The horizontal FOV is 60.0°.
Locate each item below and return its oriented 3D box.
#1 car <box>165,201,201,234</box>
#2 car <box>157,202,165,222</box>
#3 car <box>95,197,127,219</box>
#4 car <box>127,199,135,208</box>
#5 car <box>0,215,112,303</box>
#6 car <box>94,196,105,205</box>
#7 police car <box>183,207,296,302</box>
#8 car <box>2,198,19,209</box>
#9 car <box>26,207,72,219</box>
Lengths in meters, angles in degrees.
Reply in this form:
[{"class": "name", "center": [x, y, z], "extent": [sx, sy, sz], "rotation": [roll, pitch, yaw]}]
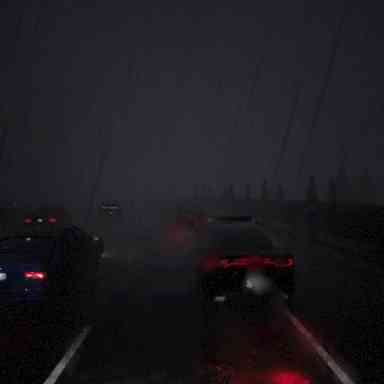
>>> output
[{"class": "car", "center": [-0.277, 1.435, 19.220], "extent": [1.882, 1.535, 5.008], "rotation": [-1, 0, -9]}, {"class": "car", "center": [-1.528, 1.461, 25.692], "extent": [1.837, 1.490, 4.892], "rotation": [-1, 0, -13]}, {"class": "car", "center": [-7.172, 1.501, 29.253], "extent": [2.128, 1.511, 4.902], "rotation": [-1, 0, -14]}, {"class": "car", "center": [-9.361, 1.595, 46.046], "extent": [1.895, 1.301, 4.718], "rotation": [-1, 0, -25]}, {"class": "car", "center": [-3.642, 1.567, 8.487], "extent": [2.033, 1.411, 5.357], "rotation": [-1, 0, -4]}, {"class": "car", "center": [-15.849, 1.541, 58.432], "extent": [1.837, 1.490, 4.892], "rotation": [-1, 0, -32]}, {"class": "police car", "center": [0.925, 1.395, 8.413], "extent": [1.930, 1.638, 5.238], "rotation": [-1, 0, -3]}, {"class": "car", "center": [-25.702, 1.679, 46.906], "extent": [1.837, 1.490, 4.892], "rotation": [0, 0, -28]}, {"class": "car", "center": [-8.655, 1.595, 20.399], "extent": [2.033, 1.411, 5.357], "rotation": [-1, 0, -11]}]
